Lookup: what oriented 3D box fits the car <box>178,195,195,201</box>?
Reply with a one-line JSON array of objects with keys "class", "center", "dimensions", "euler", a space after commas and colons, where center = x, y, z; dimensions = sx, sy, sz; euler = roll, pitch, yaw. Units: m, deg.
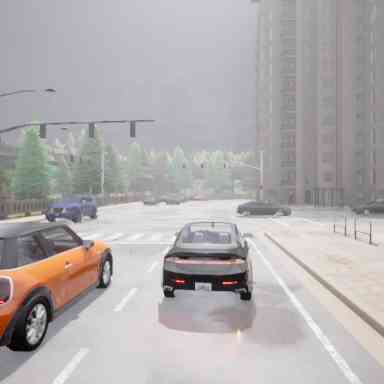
[{"class": "car", "center": [-1.245, 1.470, 82.111], "dimensions": [1.882, 1.535, 5.008], "euler": [0, 0, 29]}]

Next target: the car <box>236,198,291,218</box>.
[{"class": "car", "center": [6.480, 1.550, 30.372], "dimensions": [4.892, 1.490, 1.837], "euler": [0, 2, 14]}]

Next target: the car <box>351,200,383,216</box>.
[{"class": "car", "center": [18.468, 1.557, 33.118], "dimensions": [4.892, 1.490, 1.837], "euler": [0, 0, 3]}]

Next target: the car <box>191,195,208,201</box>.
[{"class": "car", "center": [2.096, 1.471, 80.882], "dimensions": [1.882, 1.535, 5.008], "euler": [0, 0, 29]}]

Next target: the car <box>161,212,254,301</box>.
[{"class": "car", "center": [0.501, 1.491, 8.405], "dimensions": [2.128, 1.511, 4.902], "euler": [0, 0, 7]}]

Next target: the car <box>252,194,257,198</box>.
[{"class": "car", "center": [18.810, 1.347, 90.890], "dimensions": [4.553, 1.767, 2.097], "euler": [0, 0, -20]}]

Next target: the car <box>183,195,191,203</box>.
[{"class": "car", "center": [-2.250, 1.541, 69.593], "dimensions": [2.033, 1.411, 5.357], "euler": [0, 0, 11]}]

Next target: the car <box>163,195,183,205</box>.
[{"class": "car", "center": [-3.276, 1.347, 58.399], "dimensions": [2.097, 1.767, 4.553], "euler": [0, 0, 3]}]

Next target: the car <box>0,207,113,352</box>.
[{"class": "car", "center": [-3.106, 1.351, 6.407], "dimensions": [2.097, 1.767, 4.553], "euler": [0, 0, 4]}]

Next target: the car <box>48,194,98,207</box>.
[{"class": "car", "center": [-9.026, 1.219, 25.498], "dimensions": [2.150, 2.045, 5.566], "euler": [0, 0, 4]}]

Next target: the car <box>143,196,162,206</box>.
[{"class": "car", "center": [-6.942, 1.541, 56.408], "dimensions": [2.033, 1.411, 5.357], "euler": [0, 0, 4]}]
